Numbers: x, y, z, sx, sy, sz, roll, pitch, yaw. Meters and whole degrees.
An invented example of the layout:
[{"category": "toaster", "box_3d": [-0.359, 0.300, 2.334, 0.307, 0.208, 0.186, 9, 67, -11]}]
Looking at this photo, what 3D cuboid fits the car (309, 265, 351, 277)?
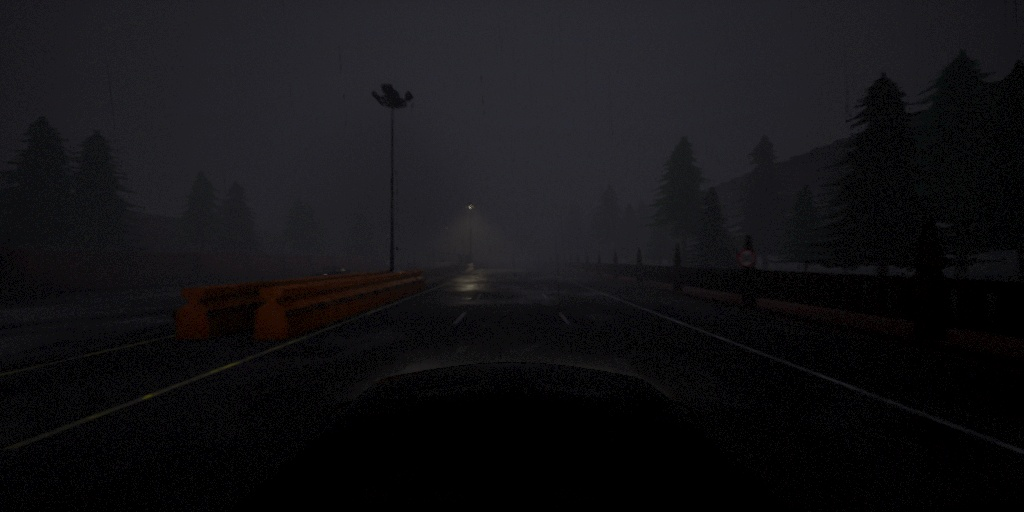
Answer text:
[{"category": "car", "box_3d": [-17.504, 1.612, 34.813, 2.033, 1.411, 5.357, 0, 0, 0]}]
